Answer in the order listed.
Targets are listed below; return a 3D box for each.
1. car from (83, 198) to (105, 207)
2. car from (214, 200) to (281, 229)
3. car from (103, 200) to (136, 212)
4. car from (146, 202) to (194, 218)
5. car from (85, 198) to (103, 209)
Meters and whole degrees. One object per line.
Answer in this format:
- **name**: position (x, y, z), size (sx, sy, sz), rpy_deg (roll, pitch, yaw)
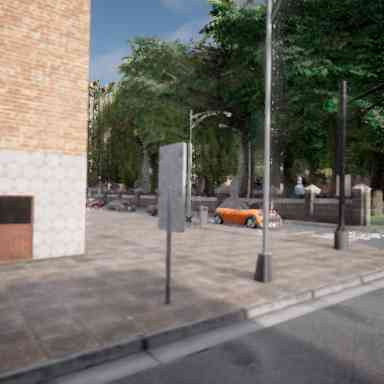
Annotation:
- **car**: position (-15.601, 1.634, 52.730), size (1.895, 1.301, 4.718), rpy_deg (2, -1, -36)
- **car**: position (3.507, 1.356, 21.379), size (2.097, 1.767, 4.553), rpy_deg (2, -1, -36)
- **car**: position (-7.899, 1.558, 37.090), size (1.994, 1.385, 4.181), rpy_deg (2, -1, -37)
- **car**: position (-2.054, 1.546, 29.024), size (2.033, 1.411, 5.357), rpy_deg (2, -1, -36)
- **car**: position (-13.816, 1.586, 45.314), size (1.895, 1.301, 4.718), rpy_deg (2, -1, -35)
